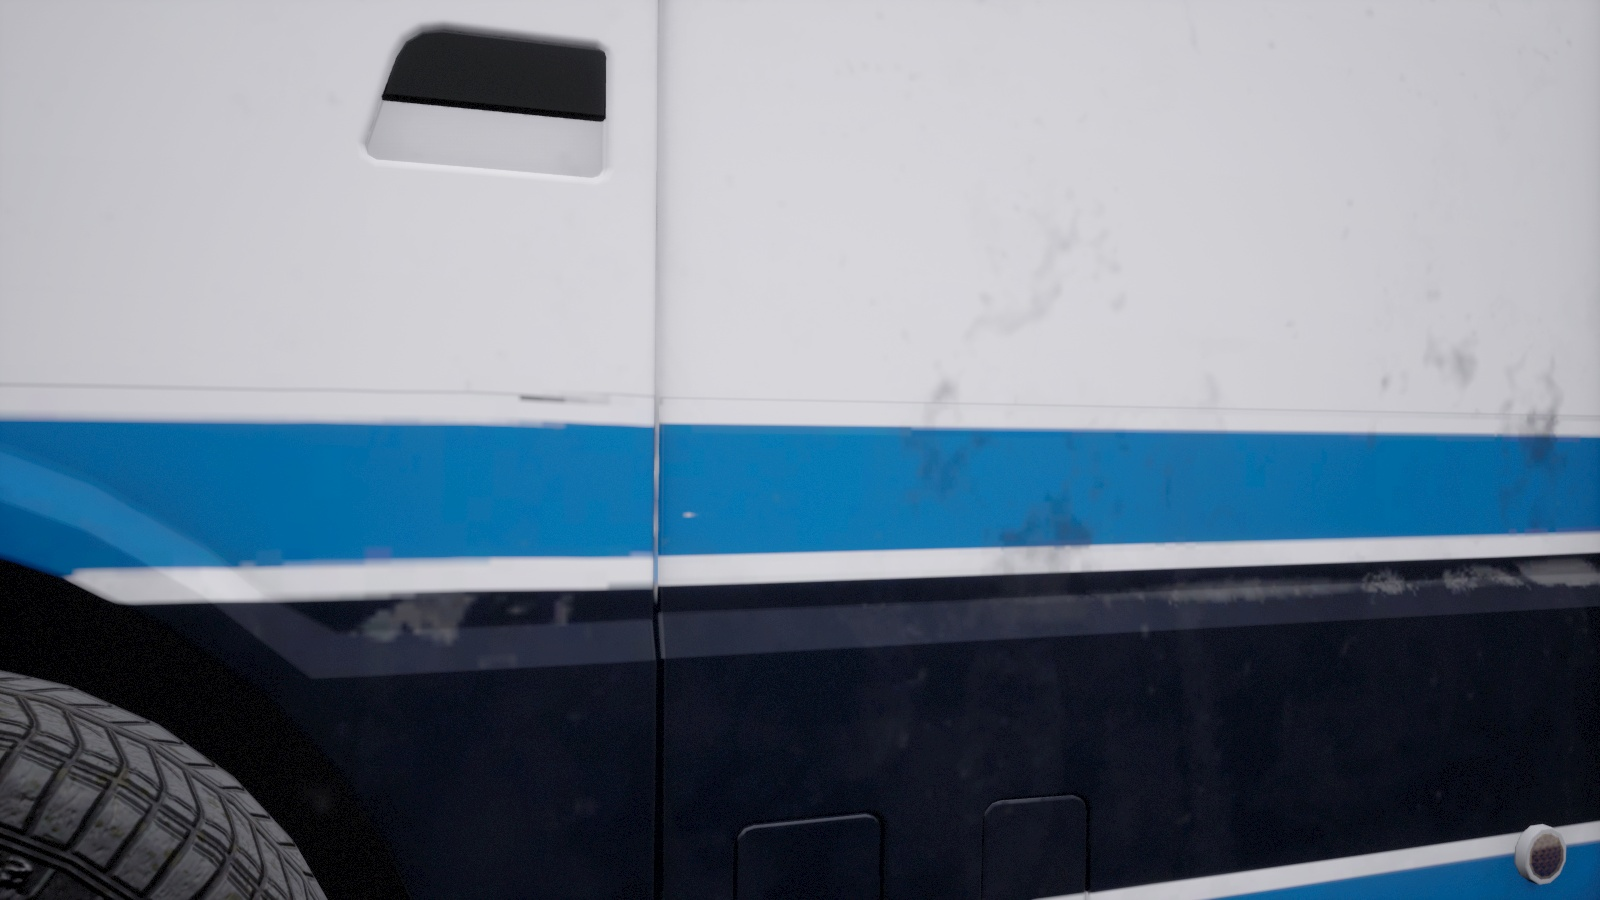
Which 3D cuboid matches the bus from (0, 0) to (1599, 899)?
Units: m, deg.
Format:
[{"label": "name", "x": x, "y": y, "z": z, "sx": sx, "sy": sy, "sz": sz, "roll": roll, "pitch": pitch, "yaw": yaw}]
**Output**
[{"label": "bus", "x": 1.219, "y": -0.652, "z": 3.684, "sx": 10.273, "sy": 4.253, "sz": 3.944, "roll": -1, "pitch": 1, "yaw": -21}]
